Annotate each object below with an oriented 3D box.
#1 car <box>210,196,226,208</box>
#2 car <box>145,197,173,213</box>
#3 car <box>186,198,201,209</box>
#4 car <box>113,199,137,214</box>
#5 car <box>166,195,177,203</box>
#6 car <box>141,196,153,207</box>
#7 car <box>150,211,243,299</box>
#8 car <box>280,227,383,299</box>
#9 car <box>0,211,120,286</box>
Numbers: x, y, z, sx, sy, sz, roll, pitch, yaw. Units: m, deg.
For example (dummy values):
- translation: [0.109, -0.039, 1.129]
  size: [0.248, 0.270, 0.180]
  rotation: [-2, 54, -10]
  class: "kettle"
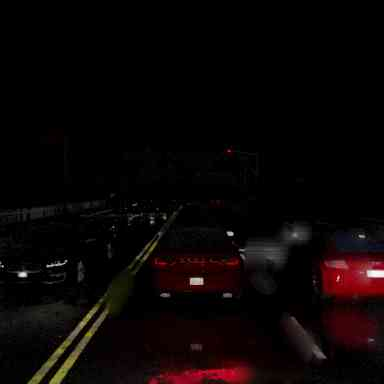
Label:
- translation: [3.727, 1.353, 48.894]
  size: [2.097, 1.767, 4.553]
  rotation: [0, 0, 0]
  class: "car"
- translation: [-3.517, 1.564, 35.983]
  size: [1.994, 1.385, 4.181]
  rotation: [0, 0, 0]
  class: "car"
- translation: [0.197, 1.547, 44.807]
  size: [2.033, 1.411, 5.357]
  rotation: [0, 0, 0]
  class: "car"
- translation: [-7.019, 1.505, 35.200]
  size: [1.837, 1.490, 4.892]
  rotation: [0, 0, 0]
  class: "car"
- translation: [-3.388, 1.218, 52.374]
  size: [1.837, 1.490, 4.892]
  rotation: [0, 0, 0]
  class: "car"
- translation: [-6.888, 1.418, 52.381]
  size: [1.837, 1.490, 4.892]
  rotation: [0, 0, 0]
  class: "car"
- translation: [0.100, 1.478, 8.540]
  size: [1.882, 1.535, 5.008]
  rotation: [0, 0, 0]
  class: "car"
- translation: [3.639, 1.564, 8.491]
  size: [1.994, 1.385, 4.181]
  rotation: [0, 0, 1]
  class: "car"
- translation: [-3.580, 1.505, 9.469]
  size: [1.837, 1.490, 4.892]
  rotation: [0, 0, 0]
  class: "car"
